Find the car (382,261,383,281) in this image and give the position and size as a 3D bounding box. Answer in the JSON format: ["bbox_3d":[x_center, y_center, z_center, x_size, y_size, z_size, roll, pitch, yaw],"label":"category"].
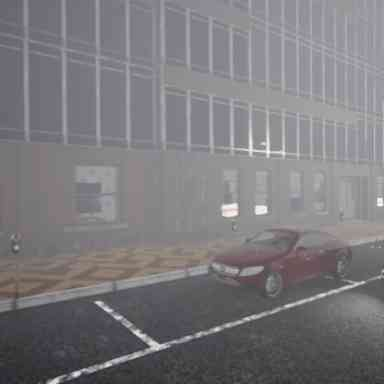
[{"bbox_3d":[6.442,1.428,7.972,4.892,1.490,1.837,-1,0,-35],"label":"car"}]

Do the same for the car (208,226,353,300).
[{"bbox_3d":[2.334,1.531,8.223,4.206,1.307,1.802,-1,0,-35],"label":"car"}]
